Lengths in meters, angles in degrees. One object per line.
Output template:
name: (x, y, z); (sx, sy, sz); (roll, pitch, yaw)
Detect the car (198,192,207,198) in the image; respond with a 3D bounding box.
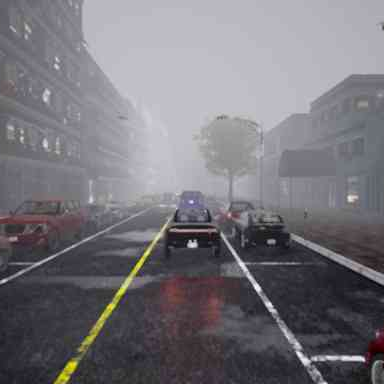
car: (2.362, 0.691, 75.883); (1.887, 1.381, 4.507); (0, 1, 0)

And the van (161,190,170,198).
van: (-6.020, 0.489, 75.848); (1.690, 1.788, 3.998); (0, 1, 0)

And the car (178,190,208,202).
car: (-0.038, 0.872, 29.219); (2.150, 2.045, 5.566); (0, 0, 0)

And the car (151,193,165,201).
car: (-5.945, 0.890, 58.760); (1.947, 1.339, 4.313); (0, 1, 0)

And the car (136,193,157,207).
car: (-5.870, 1.039, 41.501); (1.752, 1.417, 4.829); (0, 1, 0)

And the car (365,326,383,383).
car: (2.682, 1.557, 1.832); (1.802, 1.307, 4.206); (0, 1, 0)

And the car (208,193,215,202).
car: (2.485, 0.997, 47.402); (2.008, 1.369, 4.403); (0, 1, 0)

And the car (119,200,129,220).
car: (-5.797, 1.256, 24.582); (2.008, 1.369, 4.403); (0, 1, 0)

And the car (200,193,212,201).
car: (2.436, 0.867, 58.793); (1.887, 1.381, 4.507); (0, 1, 0)

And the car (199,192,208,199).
car: (2.387, 0.786, 70.186); (1.802, 1.307, 4.206); (0, 1, 0)

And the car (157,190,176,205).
car: (-3.282, 0.811, 46.281); (2.097, 1.767, 4.553); (0, 1, 0)

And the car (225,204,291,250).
car: (2.633, 1.387, 13.224); (2.008, 1.369, 4.403); (0, 1, 0)

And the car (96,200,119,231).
car: (-5.772, 1.337, 18.886); (1.947, 1.339, 4.313); (0, 1, 0)

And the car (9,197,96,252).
car: (-5.748, 1.154, 13.186); (2.192, 1.841, 5.009); (0, 1, 0)

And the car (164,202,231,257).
car: (0.021, 1.340, 12.325); (2.128, 1.511, 4.902); (0, 1, 0)

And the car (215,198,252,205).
car: (2.608, 1.210, 18.919); (1.967, 1.590, 4.097); (0, 1, 0)

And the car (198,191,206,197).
car: (2.627, 0.491, 87.082); (1.801, 1.575, 5.366); (0, 1, 0)

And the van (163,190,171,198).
van: (-6.044, 0.433, 81.544); (1.690, 1.788, 3.998); (0, 1, 0)

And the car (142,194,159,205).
car: (-5.895, 0.992, 47.368); (1.887, 1.381, 4.507); (0, 1, 0)

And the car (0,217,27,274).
car: (-5.723, 1.489, 7.494); (1.802, 1.307, 4.206); (0, 1, 0)
